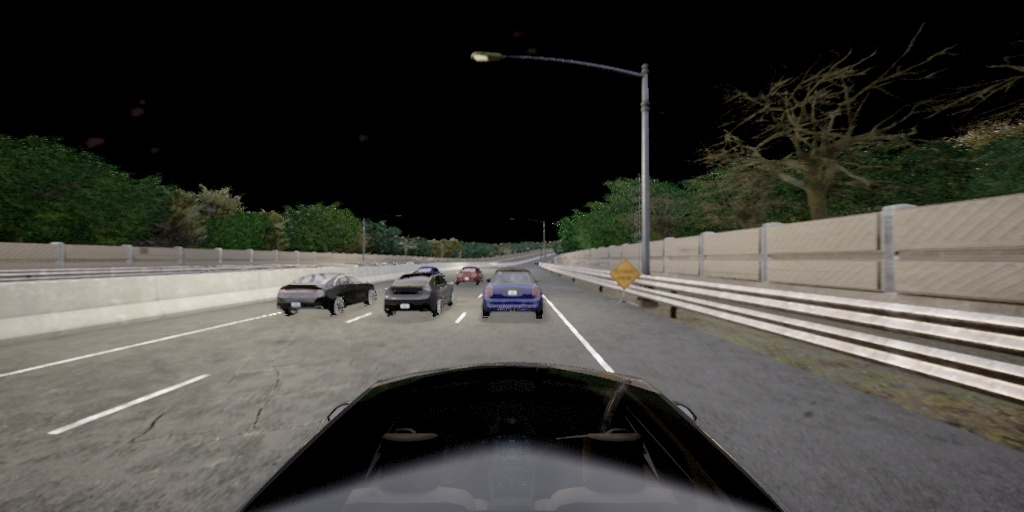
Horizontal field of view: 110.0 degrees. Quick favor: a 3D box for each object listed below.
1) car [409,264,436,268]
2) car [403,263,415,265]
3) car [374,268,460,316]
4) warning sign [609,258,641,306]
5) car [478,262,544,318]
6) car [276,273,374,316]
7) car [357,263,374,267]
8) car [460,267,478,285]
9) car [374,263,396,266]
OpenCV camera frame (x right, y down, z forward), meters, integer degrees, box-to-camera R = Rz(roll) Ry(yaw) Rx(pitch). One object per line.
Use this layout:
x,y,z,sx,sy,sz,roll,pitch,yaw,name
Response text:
-6.936,1.589,29.765,1.812,1.442,4.674,0,0,1,car
-17.038,1.845,59.407,1.882,1.535,5.008,0,-1,2,car
-3.460,1.403,14.090,1.837,1.490,4.892,0,0,1,car
4.546,1.019,14.609,1.300,1.860,1.060,0,0,0,warning sign
0.038,1.246,13.896,2.097,1.767,4.553,0,-1,1,car
-6.961,1.388,14.015,2.128,1.511,4.902,0,-1,1,car
-24.023,1.858,59.659,2.128,1.511,4.902,0,-1,2,car
-3.436,1.589,29.747,1.812,1.442,4.674,0,0,1,car
-20.530,1.870,59.551,1.837,1.490,4.892,0,-1,2,car
